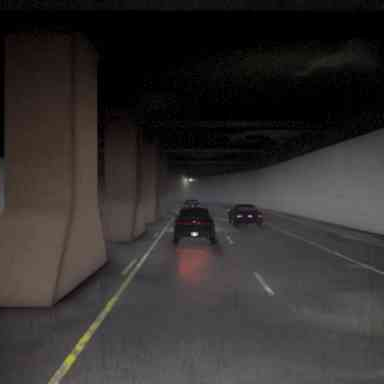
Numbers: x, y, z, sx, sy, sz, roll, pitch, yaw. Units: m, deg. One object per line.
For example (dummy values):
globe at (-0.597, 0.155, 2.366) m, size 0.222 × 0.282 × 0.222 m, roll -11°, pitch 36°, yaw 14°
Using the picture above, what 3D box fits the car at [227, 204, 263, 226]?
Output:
car at (3.611, 1.552, 23.191) m, size 2.033 × 1.411 × 5.357 m, roll 0°, pitch 0°, yaw 0°

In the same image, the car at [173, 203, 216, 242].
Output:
car at (0.108, 1.508, 16.353) m, size 1.837 × 1.490 × 4.892 m, roll 0°, pitch 0°, yaw 0°

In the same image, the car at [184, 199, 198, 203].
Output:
car at (-0.082, 1.555, 38.194) m, size 2.033 × 1.411 × 5.357 m, roll 0°, pitch 0°, yaw -3°
